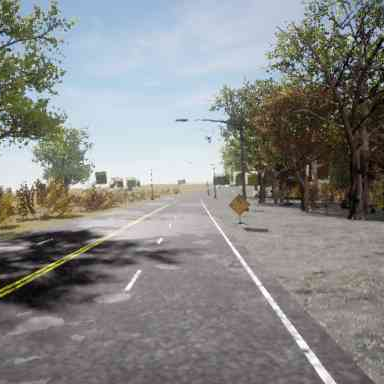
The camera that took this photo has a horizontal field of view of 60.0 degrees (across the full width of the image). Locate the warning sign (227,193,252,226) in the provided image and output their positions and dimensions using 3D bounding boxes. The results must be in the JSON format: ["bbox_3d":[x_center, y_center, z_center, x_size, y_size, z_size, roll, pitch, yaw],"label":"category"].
[{"bbox_3d":[2.858,1.050,19.967,1.300,1.860,1.060,-2,1,0],"label":"warning sign"}]
